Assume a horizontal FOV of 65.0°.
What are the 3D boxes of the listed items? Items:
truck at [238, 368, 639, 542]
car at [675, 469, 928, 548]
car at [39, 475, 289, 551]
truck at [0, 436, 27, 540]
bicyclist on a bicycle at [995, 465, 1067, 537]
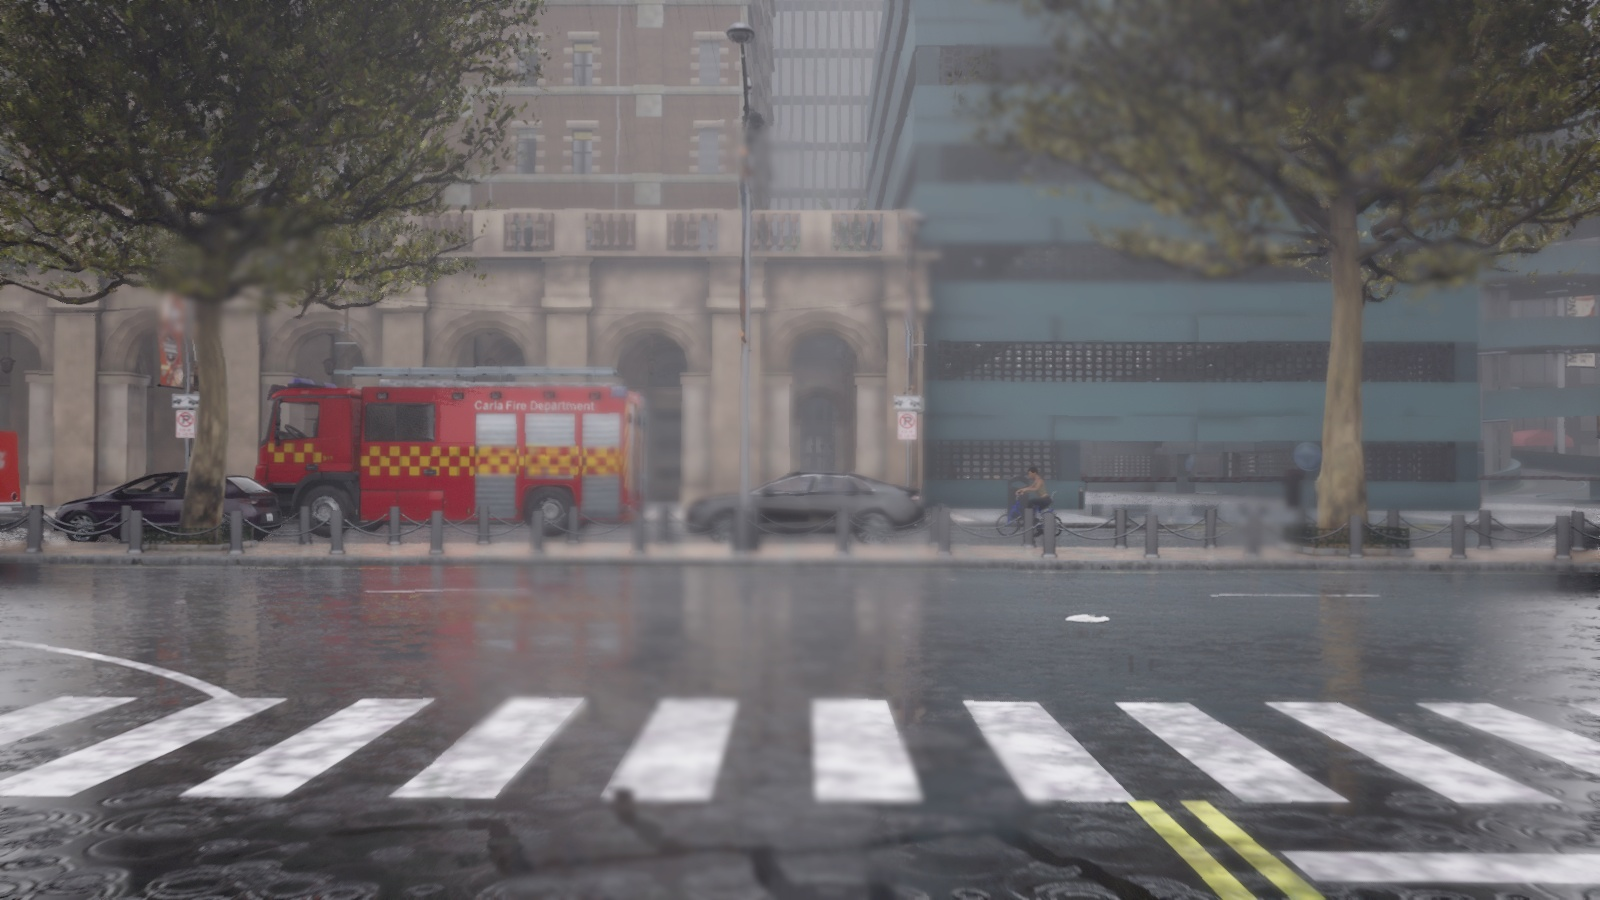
[{"bbox_3d":[-8.166,0.131,29.165,8.468,3.827,2.891,0,-1,1],"label":"truck"},{"bbox_3d":[0.052,1.154,25.493,4.902,1.511,2.128,0,-1,2],"label":"car"},{"bbox_3d":[-12.941,1.267,25.710,4.193,1.474,1.816,0,-1,1],"label":"car"},{"bbox_3d":[-21.505,0.875,29.362,5.204,2.467,2.627,1,-1,0],"label":"truck"},{"bbox_3d":[5.297,1.166,28.859,1.509,1.612,0.866,0,-1,1],"label":"bicyclist on a bicycle"}]
